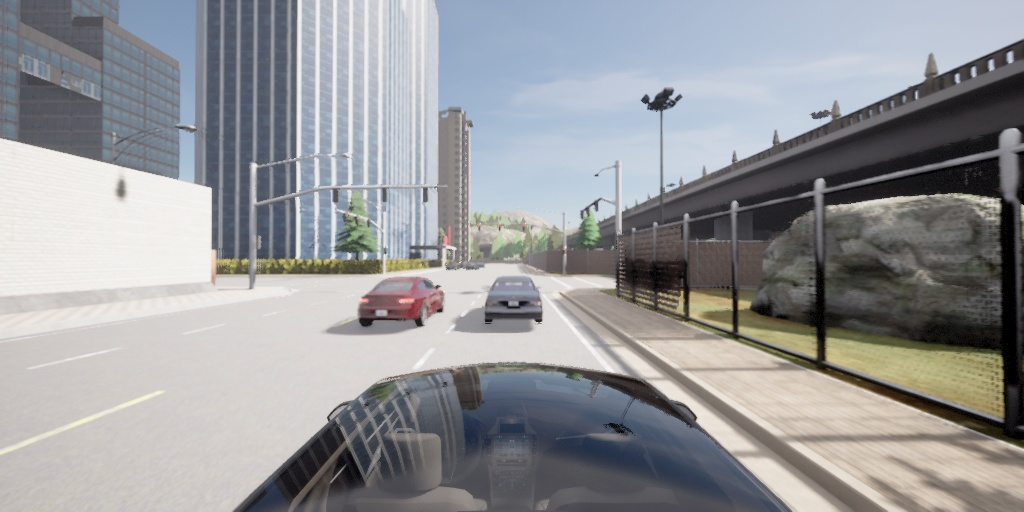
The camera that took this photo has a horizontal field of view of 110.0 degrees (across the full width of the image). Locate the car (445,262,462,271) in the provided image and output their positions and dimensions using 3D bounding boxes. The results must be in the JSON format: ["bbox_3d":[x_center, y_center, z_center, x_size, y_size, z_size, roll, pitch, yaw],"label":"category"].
[{"bbox_3d":[-10.543,1.833,63.646,1.837,1.490,4.892,0,0,1],"label":"car"}]

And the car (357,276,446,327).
[{"bbox_3d":[-3.443,1.370,11.810,1.812,1.442,4.674,0,-1,0],"label":"car"}]

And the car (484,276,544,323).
[{"bbox_3d":[0.062,1.398,12.523,2.033,1.411,5.357,0,-1,0],"label":"car"}]

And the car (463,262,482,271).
[{"bbox_3d":[-7.046,1.893,63.701,1.994,1.385,4.181,0,-1,1],"label":"car"}]
